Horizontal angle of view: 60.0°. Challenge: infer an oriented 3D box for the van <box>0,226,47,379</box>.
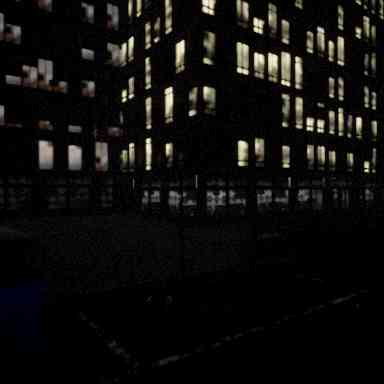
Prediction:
[{"bbox_3d":[-3.726,1.348,3.620,3.998,1.788,1.690,0,0,-36],"label":"van"}]
